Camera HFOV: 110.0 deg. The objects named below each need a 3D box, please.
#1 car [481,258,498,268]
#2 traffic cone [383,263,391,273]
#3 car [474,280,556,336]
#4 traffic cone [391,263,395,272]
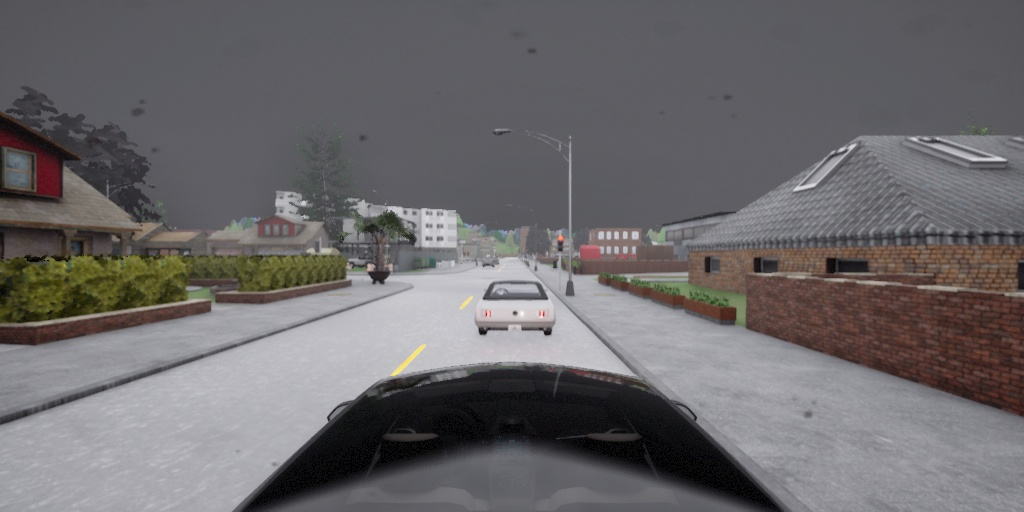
[{"bbox_3d":[-3.724,1.111,56.942,1.837,1.490,4.892,0,0,1],"label":"car"},{"bbox_3d":[-15.485,1.451,44.269,0.344,0.586,0.344,0,0,0],"label":"traffic cone"},{"bbox_3d":[0.105,1.328,10.303,1.895,1.301,4.718,0,0,1],"label":"car"},{"bbox_3d":[-15.120,1.446,44.836,0.344,0.586,0.344,0,0,0],"label":"traffic cone"}]
